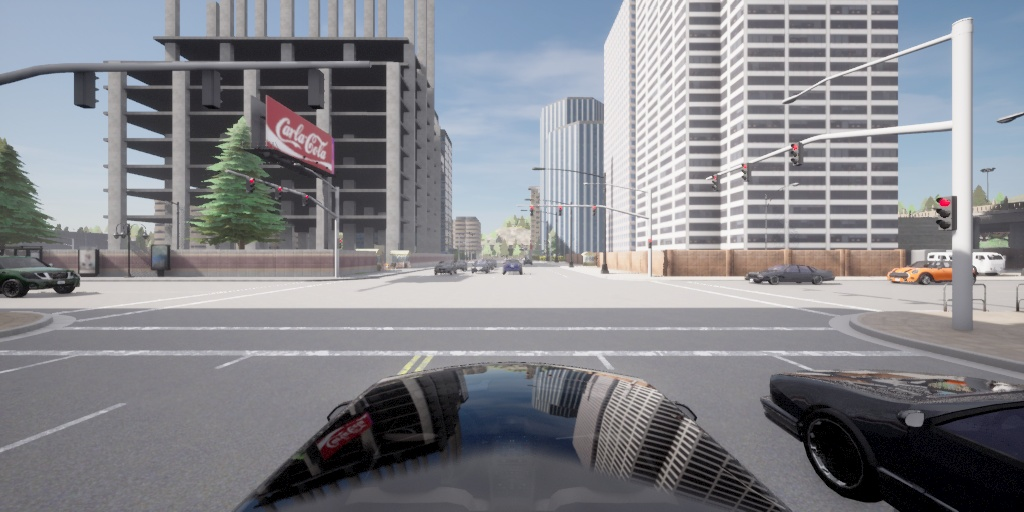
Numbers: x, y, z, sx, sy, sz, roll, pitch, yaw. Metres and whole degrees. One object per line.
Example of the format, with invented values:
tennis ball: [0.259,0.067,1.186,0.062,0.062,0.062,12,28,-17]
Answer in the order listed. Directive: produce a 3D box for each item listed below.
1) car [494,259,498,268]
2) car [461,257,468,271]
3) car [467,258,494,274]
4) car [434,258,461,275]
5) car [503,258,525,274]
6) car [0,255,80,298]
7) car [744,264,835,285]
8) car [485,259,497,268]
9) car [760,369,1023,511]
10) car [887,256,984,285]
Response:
car: [-3.601,1.241,51.773,2.128,1.511,4.902,0,0,0]
car: [-7.102,1.255,48.118,1.837,1.490,4.892,0,0,0]
car: [-3.603,1.241,41.706,2.128,1.511,4.902,0,0,0]
car: [-7.102,1.255,38.705,1.837,1.490,4.892,0,0,0]
car: [0.064,1.102,41.459,2.097,1.767,4.553,0,0,0]
car: [-25.340,0.971,17.984,5.566,2.045,2.150,0,0,1]
car: [19.635,1.297,25.427,5.357,1.411,2.033,0,0,0]
car: [-3.574,1.255,62.158,1.837,1.490,4.892,0,0,0]
car: [3.597,1.297,1.372,2.033,1.411,5.357,0,0,0]
car: [29.643,1.102,25.453,4.553,1.767,2.097,0,0,1]
